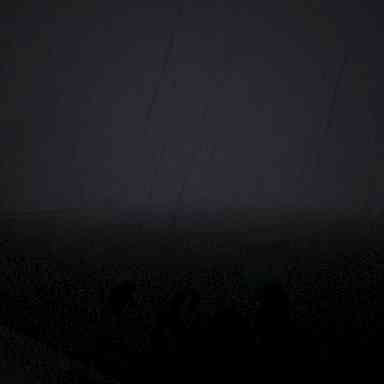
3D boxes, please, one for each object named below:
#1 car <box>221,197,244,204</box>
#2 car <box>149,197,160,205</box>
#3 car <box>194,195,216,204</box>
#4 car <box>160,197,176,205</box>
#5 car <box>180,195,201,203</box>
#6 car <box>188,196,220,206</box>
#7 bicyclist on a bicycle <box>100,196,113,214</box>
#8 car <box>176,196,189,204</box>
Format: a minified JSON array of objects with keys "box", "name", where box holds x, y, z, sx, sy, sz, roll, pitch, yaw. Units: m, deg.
[{"box":[7.952,1.600,62.253,1.895,1.301,4.718,0,0,35],"name":"car"},{"box":[-5.855,1.563,60.712,1.994,1.385,4.181,0,0,35],"name":"car"},{"box":[2.668,1.477,66.914,1.882,1.535,5.008,0,0,35],"name":"car"},{"box":[-3.025,1.563,58.659,1.994,1.385,4.181,0,0,35],"name":"car"},{"box":[-0.202,1.477,68.917,1.882,1.535,5.008,0,0,35],"name":"car"},{"box":[1.990,1.477,53.634,1.882,1.535,5.008,0,0,35],"name":"car"},{"box":[-8.062,1.156,31.742,1.656,1.620,0.582,33,17,27],"name":"bicyclist on a bicycle"},{"box":[-0.152,1.563,56.662,1.994,1.385,4.181,0,0,35],"name":"car"}]
